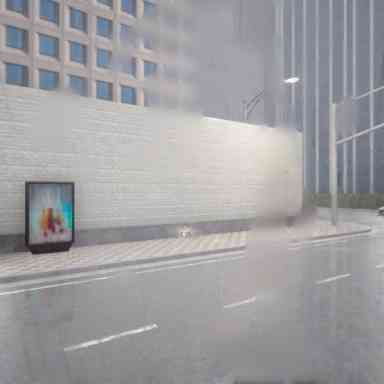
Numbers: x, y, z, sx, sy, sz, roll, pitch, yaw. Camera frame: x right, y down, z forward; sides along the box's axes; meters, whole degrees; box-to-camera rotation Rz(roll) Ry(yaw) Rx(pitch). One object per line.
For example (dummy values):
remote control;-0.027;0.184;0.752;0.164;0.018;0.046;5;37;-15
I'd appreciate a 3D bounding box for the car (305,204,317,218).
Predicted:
car;9.053;1.533;30.755;1.882;1.535;5.008;0;0;-36

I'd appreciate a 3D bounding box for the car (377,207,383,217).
car;18.895;1.579;29.354;1.812;1.442;4.674;0;0;-36

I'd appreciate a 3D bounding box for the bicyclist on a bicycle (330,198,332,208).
bicyclist on a bicycle;18.659;1.356;43.935;1.656;1.620;0.582;0;0;-36

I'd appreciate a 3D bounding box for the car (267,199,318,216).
car;10.434;1.547;34.841;2.128;1.511;4.902;0;0;-36
